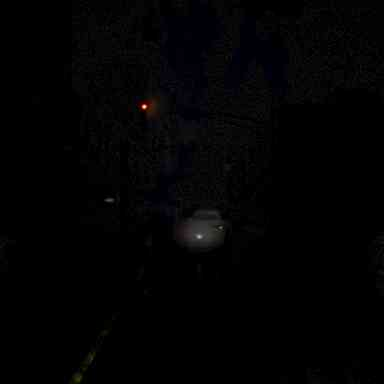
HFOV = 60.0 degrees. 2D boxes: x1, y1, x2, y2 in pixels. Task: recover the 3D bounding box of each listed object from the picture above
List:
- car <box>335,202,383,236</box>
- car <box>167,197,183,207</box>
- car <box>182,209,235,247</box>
[{"bbox_3d":[10.817,1.529,18.972,5.009,1.841,2.192,1,0,0],"label":"car"},{"bbox_3d":[-2.830,1.643,50.669,1.895,1.301,4.718,0,0,0],"label":"car"},{"bbox_3d":[0.800,1.482,14.729,1.812,1.442,4.674,0,0,12],"label":"car"}]
